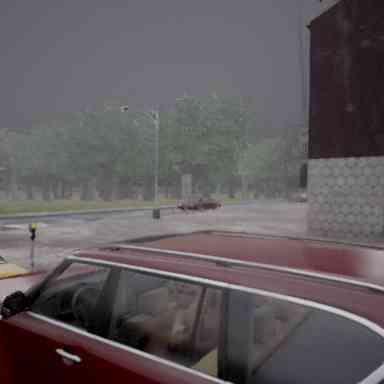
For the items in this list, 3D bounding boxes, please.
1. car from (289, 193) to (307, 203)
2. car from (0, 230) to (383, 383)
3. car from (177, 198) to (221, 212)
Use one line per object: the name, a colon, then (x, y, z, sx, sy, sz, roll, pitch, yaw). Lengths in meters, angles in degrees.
car: (17.605, 0.953, 54.398, 2.097, 1.767, 4.553, 1, 0, 36)
car: (-0.197, 1.288, 2.949, 5.009, 1.841, 2.192, 1, 1, 35)
car: (0.784, 1.168, 31.103, 1.895, 1.301, 4.718, 1, 1, 36)
